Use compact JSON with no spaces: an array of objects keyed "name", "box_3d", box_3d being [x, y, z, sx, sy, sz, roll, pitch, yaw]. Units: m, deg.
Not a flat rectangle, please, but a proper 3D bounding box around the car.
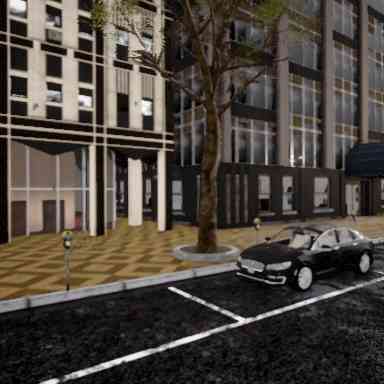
[{"name":"car","box_3d":[3.114,1.542,8.778,4.403,1.369,2.008,0,0,-35]}]
